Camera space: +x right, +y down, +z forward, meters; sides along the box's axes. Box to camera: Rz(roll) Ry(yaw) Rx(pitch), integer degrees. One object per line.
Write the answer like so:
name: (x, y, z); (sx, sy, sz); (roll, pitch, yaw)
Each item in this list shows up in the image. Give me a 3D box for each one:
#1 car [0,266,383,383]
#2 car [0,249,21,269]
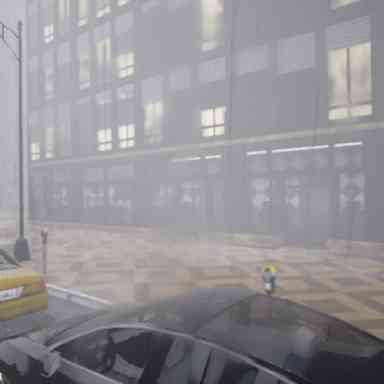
car: (-0.058, 1.568, 2.890); (4.313, 1.339, 1.947); (0, -1, 36)
car: (-4.690, 1.533, 6.408); (4.829, 1.417, 1.752); (0, -1, 36)
